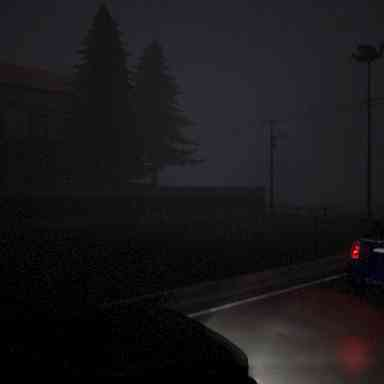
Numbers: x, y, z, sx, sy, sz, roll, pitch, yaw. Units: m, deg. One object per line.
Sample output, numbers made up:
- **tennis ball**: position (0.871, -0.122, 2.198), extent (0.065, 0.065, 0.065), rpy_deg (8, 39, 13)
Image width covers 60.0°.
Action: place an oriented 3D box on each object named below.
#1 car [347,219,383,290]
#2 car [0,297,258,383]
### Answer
- **car**: position (5.705, 1.330, 7.824), extent (4.553, 1.767, 2.097), rpy_deg (0, 0, -35)
- **car**: position (-1.993, 1.548, 2.305), extent (5.357, 1.411, 2.033), rpy_deg (0, 0, -36)
